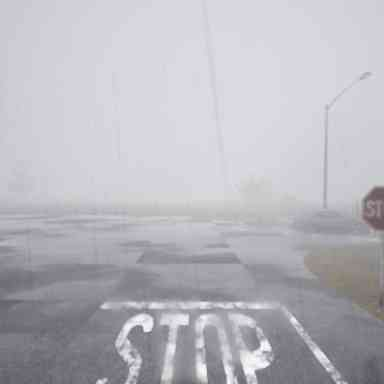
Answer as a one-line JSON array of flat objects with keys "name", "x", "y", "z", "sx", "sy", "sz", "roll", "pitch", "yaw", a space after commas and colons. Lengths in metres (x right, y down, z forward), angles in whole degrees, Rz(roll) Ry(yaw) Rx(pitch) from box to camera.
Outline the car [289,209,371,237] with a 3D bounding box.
[{"name": "car", "x": 7.584, "y": 1.648, "z": 18.472, "sx": 4.181, "sy": 1.385, "sz": 1.994, "roll": 1, "pitch": 1, "yaw": 0}]
